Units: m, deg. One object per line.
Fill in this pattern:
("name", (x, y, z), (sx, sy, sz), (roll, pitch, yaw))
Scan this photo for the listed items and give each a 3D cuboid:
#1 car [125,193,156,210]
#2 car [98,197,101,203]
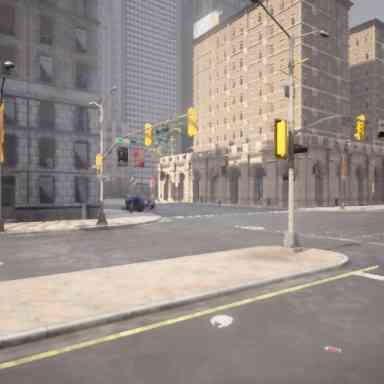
("car", (-6.792, 1.127, 43.108), (2.150, 2.045, 5.566), (0, 1, -35))
("car", (-20.142, 1.463, 68.046), (2.033, 1.411, 5.357), (0, 0, -35))
